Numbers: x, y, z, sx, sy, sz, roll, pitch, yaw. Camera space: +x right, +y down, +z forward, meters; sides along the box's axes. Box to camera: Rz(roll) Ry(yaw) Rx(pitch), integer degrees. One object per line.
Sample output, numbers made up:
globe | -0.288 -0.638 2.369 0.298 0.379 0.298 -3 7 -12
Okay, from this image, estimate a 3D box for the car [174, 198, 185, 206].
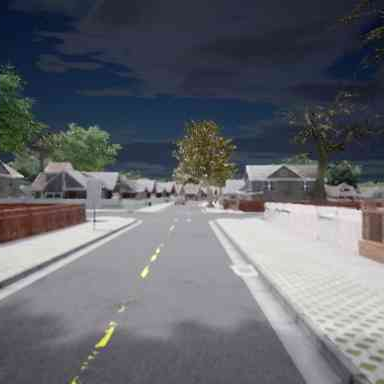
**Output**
car | -2.687 2.020 72.024 2.097 1.767 4.553 0 0 0
